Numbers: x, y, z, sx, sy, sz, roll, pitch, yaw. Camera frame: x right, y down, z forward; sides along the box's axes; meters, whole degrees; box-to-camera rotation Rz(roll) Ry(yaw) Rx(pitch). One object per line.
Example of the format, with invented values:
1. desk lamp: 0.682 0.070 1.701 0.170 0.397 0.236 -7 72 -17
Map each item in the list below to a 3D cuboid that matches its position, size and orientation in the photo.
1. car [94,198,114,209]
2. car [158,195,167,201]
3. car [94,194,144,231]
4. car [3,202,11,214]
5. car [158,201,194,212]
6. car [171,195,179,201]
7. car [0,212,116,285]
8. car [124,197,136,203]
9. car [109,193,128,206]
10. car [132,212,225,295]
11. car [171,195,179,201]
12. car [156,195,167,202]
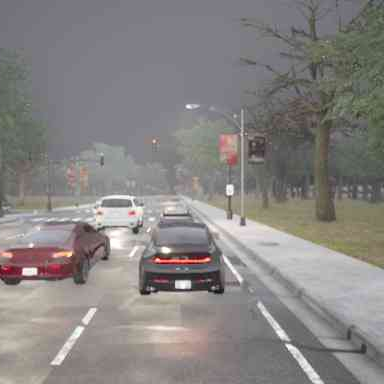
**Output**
1. car: -12.154 1.571 46.102 1.812 1.442 4.674 0 0 -3
2. car: -7.609 1.521 86.384 2.128 1.511 4.902 0 0 -3
3. car: -4.058 1.237 19.371 2.150 2.045 5.566 0 0 -5
4. car: -20.192 1.231 31.287 5.566 2.045 2.150 0 0 -4
5. car: -0.911 1.506 19.047 2.128 1.511 4.902 0 0 -3
6. car: -3.831 1.635 76.148 2.033 1.411 5.357 0 0 -3
7. car: -3.577 1.533 9.394 1.812 1.442 4.674 0 0 -3
8. car: -13.363 1.684 71.630 1.895 1.301 4.718 0 0 -3
9. car: -12.738 1.285 58.014 2.150 2.045 5.566 0 0 -2
10. car: -0.285 1.511 8.733 1.837 1.490 4.892 0 0 -3
11. car: -4.364 1.521 86.550 2.128 1.511 4.902 0 0 -3
12. car: -7.077 1.573 75.982 1.882 1.535 5.008 0 0 -3
